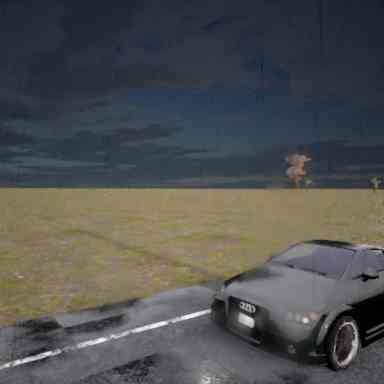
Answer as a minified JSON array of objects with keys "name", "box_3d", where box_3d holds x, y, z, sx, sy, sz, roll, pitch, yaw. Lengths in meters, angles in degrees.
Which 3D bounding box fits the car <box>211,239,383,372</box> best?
[{"name":"car","box_3d":[2.358,1.554,5.676,4.181,1.385,1.994,0,0,-36]}]
